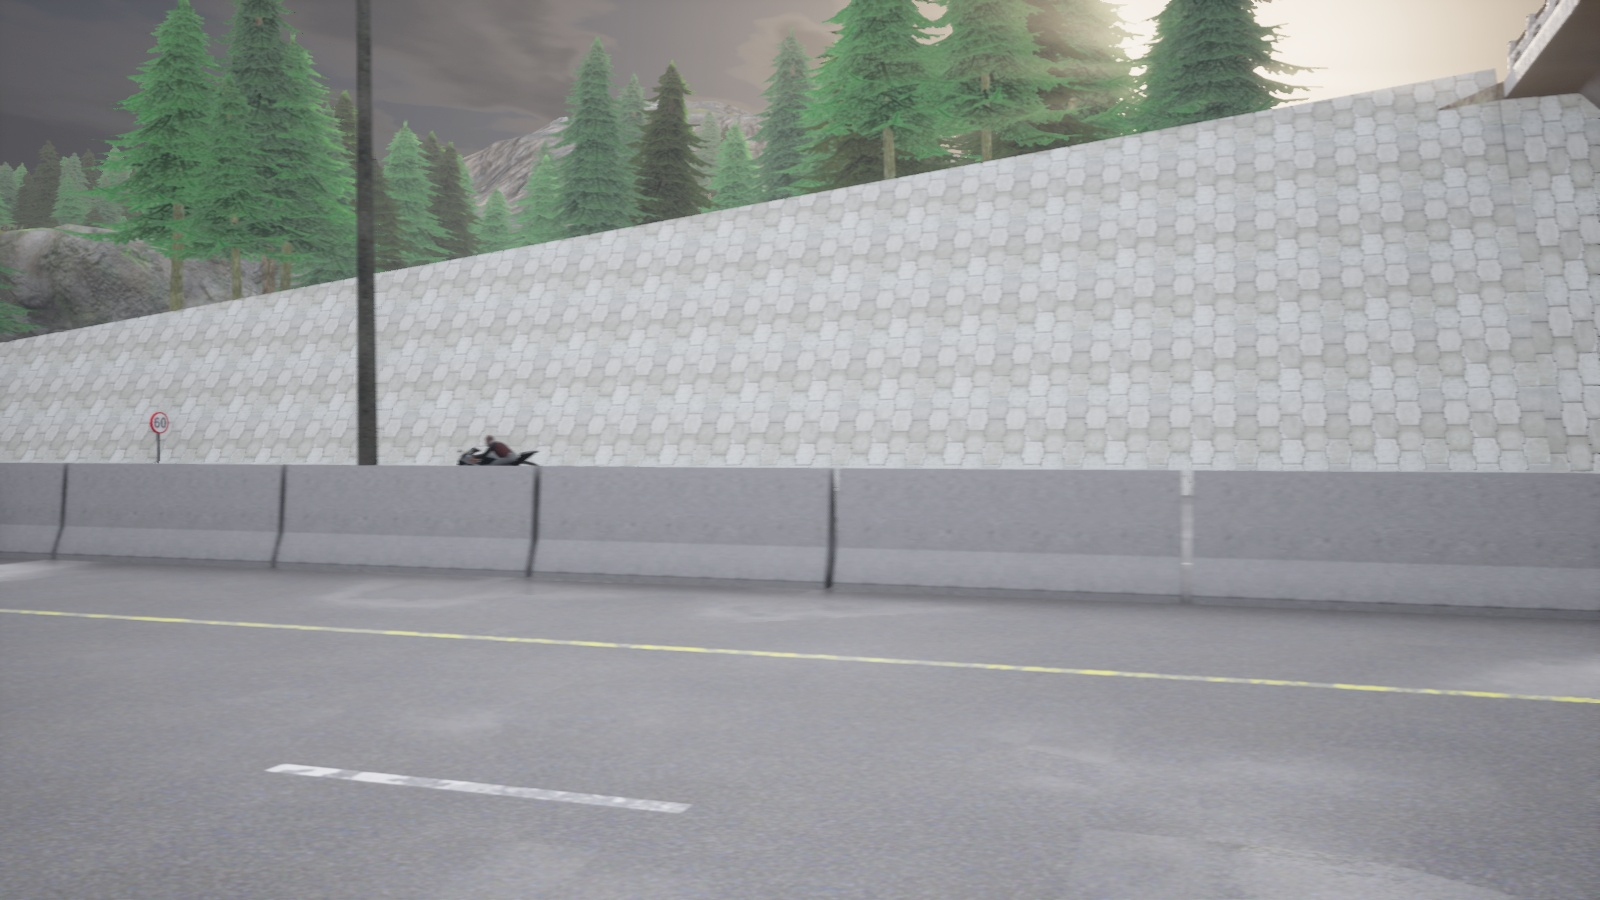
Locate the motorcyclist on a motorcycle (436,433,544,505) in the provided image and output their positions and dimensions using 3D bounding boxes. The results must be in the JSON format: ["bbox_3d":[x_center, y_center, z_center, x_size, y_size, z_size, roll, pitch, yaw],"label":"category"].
[{"bbox_3d":[-6.819,0.393,27.642,2.191,1.530,0.866,1,1,19],"label":"motorcyclist on a motorcycle"}]
